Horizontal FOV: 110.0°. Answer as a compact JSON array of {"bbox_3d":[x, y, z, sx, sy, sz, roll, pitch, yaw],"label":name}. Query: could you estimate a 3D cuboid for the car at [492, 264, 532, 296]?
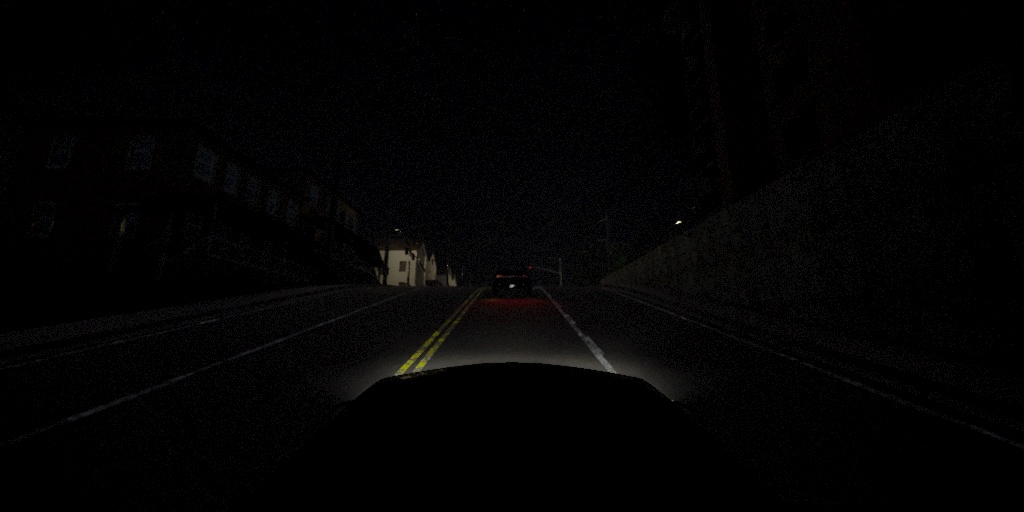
[{"bbox_3d":[-0.003,1.125,18.210,2.128,1.511,4.902,0,0,0],"label":"car"}]
